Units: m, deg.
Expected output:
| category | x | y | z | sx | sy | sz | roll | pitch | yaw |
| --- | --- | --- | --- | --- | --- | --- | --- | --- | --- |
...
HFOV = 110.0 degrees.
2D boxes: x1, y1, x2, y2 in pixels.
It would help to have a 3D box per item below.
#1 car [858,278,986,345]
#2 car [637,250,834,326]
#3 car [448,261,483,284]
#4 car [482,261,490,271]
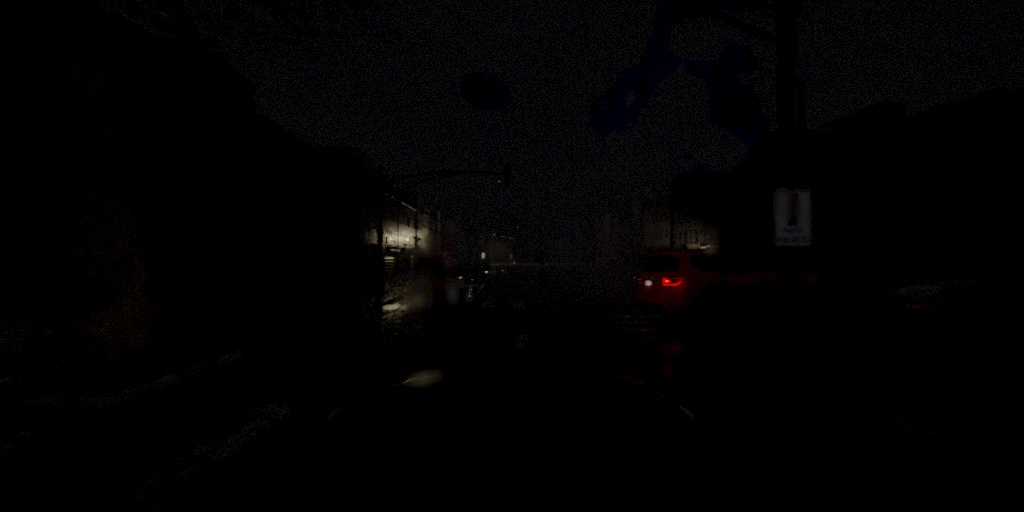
| category | x | y | z | sx | sy | sz | roll | pitch | yaw |
| --- | --- | --- | --- | --- | --- | --- | --- | --- | --- |
| car | 10.346 | 1.157 | 8.120 | 4.207 | 1.307 | 1.802 | 0 | 0 | -1 |
| car | 6.639 | 0.860 | 10.918 | 5.566 | 2.045 | 2.150 | 0 | -2 | -10 |
| car | -3.483 | 1.287 | 26.431 | 1.994 | 1.385 | 4.181 | 0 | 0 | -1 |
| car | -3.986 | 1.312 | 48.402 | 1.994 | 1.385 | 4.181 | 0 | 0 | -1 |
